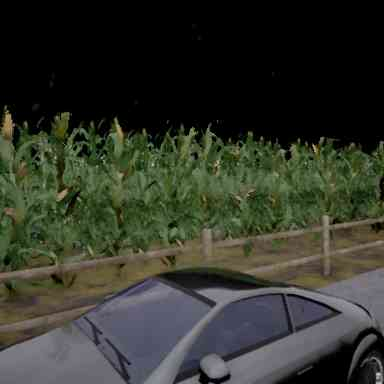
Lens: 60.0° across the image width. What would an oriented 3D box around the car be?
[{"bbox_3d":[-0.017,1.512,3.088,4.181,1.385,1.994,-2,1,-35],"label":"car"}]
